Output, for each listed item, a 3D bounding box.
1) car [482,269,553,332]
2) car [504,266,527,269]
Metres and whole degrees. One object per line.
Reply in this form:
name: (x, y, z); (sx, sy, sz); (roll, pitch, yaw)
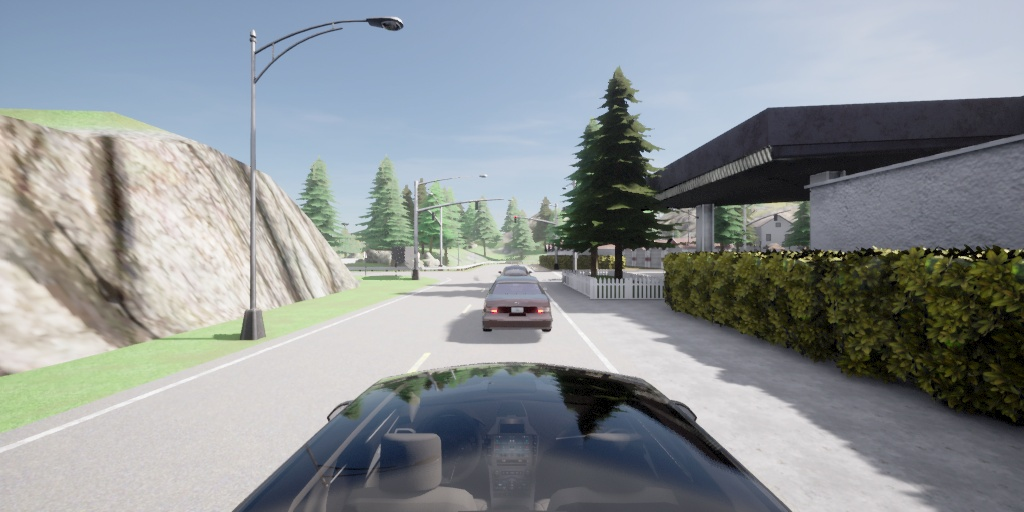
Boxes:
car: (0.139, 1.297, 10.825); (2.033, 1.411, 5.357); (0, 0, 0)
car: (0.187, 1.276, 20.411); (1.812, 1.442, 4.674); (0, 0, 0)
